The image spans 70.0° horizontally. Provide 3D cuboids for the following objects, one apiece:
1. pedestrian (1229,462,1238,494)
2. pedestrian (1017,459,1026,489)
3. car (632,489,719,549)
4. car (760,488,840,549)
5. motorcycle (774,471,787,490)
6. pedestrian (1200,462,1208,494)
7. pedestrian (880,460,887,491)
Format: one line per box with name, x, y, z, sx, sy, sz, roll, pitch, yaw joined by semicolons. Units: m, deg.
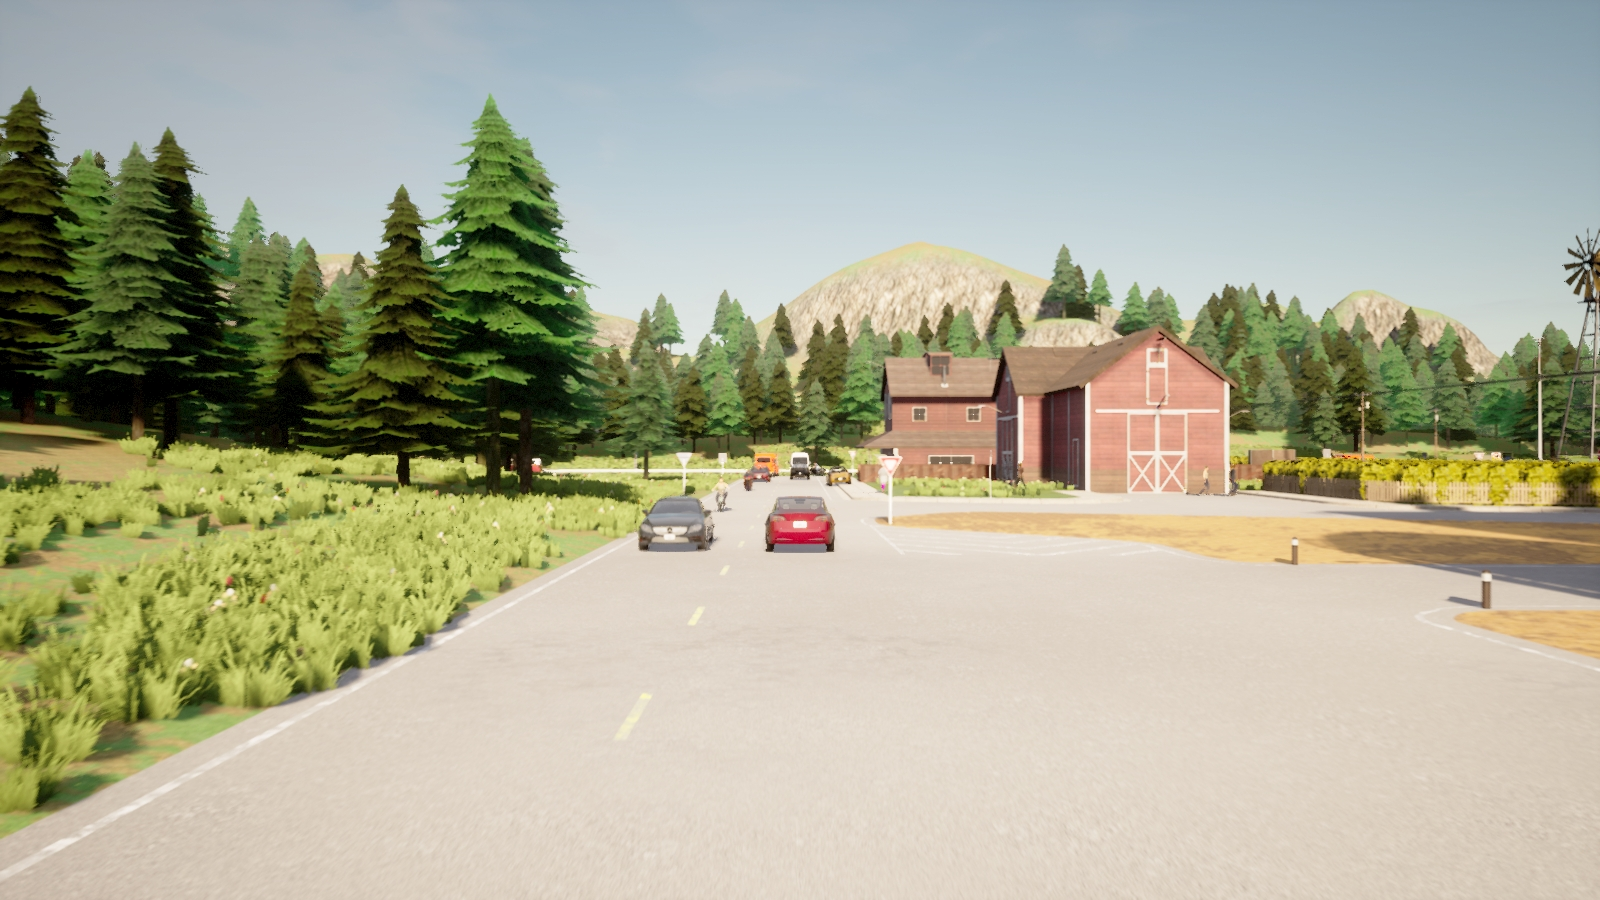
pedestrian;25.137;1.618;66.242;0.375;1.860;0.375;0;0;8
pedestrian;13.598;1.482;70.236;0.375;1.860;0.375;0;0;-40
car;-3.514;1.941;33.049;2.002;1.442;4.674;0;0;0
car;0.001;1.923;33.267;2.163;1.488;4.792;0;0;0
motorcycle;-1.300;2.065;77.184;0.867;1.251;2.209;0;0;0
pedestrian;23.603;1.617;66.777;0.375;1.860;0.375;0;0;25
pedestrian;5.075;1.556;69.651;0.375;1.860;0.375;0;0;10
